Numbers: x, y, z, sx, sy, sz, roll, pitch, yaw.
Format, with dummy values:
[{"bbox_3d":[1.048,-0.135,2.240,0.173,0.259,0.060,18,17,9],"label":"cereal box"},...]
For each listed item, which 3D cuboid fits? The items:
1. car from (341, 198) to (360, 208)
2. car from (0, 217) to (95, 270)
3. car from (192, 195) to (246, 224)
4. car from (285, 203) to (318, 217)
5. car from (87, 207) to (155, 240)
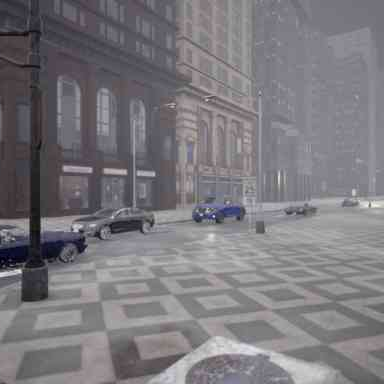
[{"bbox_3d":[25.059,1.687,52.518,1.812,1.442,4.674,0,-1,36],"label":"car"},{"bbox_3d":[-5.495,1.614,9.794,1.895,1.301,4.718,0,0,36],"label":"car"},{"bbox_3d":[2.253,1.295,26.135,2.150,2.045,5.566,0,0,35],"label":"car"},{"bbox_3d":[10.781,1.698,32.553,1.895,1.301,4.718,0,0,36],"label":"car"},{"bbox_3d":[-3.995,1.533,17.409,2.128,1.511,4.902,0,0,34],"label":"car"}]
